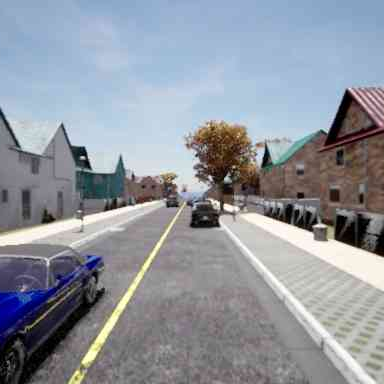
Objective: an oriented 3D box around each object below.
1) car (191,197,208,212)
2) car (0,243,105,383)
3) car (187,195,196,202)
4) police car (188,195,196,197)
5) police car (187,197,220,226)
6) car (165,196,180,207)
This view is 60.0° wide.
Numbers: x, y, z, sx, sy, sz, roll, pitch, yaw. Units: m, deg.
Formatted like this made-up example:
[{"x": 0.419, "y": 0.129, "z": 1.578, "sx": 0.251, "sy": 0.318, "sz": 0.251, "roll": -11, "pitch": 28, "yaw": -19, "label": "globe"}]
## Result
[{"x": 0.823, "y": 1.378, "z": 39.003, "sx": 1.801, "sy": 1.575, "sz": 5.366, "roll": 0, "pitch": 0, "yaw": 0, "label": "car"}, {"x": -2.851, "y": 1.580, "z": 5.136, "sx": 1.895, "sy": 1.301, "sz": 4.718, "roll": 0, "pitch": 0, "yaw": 0, "label": "car"}, {"x": -0.003, "y": 1.436, "z": 75.729, "sx": 1.994, "sy": 1.385, "sz": 4.181, "roll": 0, "pitch": 0, "yaw": 0, "label": "car"}, {"x": 0.824, "y": 1.356, "z": 32.922, "sx": 1.930, "sy": 1.638, "sz": 5.238, "roll": 0, "pitch": 0, "yaw": 0, "label": "police car"}, {"x": 0.824, "y": 1.368, "z": 22.922, "sx": 1.930, "sy": 1.638, "sz": 5.238, "roll": 0, "pitch": 0, "yaw": 0, "label": "police car"}, {"x": -2.824, "y": 1.433, "z": 48.708, "sx": 1.837, "sy": 1.490, "sz": 4.892, "roll": 0, "pitch": -1, "yaw": 0, "label": "car"}]
